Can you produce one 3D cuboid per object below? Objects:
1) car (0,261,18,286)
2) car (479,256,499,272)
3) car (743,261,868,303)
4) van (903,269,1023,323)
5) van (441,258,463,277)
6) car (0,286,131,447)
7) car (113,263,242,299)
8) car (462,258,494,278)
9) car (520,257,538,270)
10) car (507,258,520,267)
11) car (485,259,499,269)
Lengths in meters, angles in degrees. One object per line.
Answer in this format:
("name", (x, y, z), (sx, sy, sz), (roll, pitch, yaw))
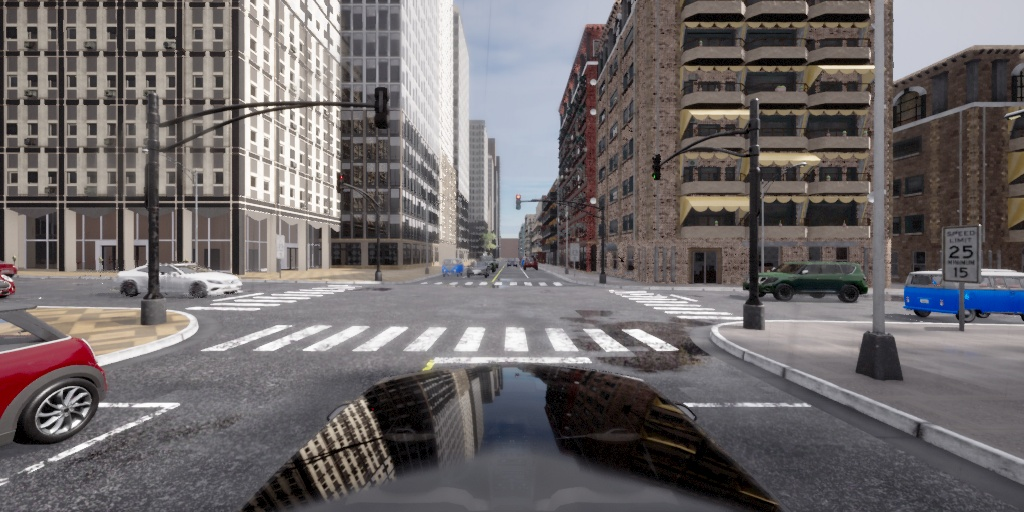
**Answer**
("car", (-21.156, 0.818, 13.112), (4.097, 1.591, 1.967), (0, 0, 0))
("car", (-3.132, 0.983, 44.117), (2.150, 2.045, 5.566), (0, 0, 0))
("car", (15.445, 1.297, 19.012), (5.566, 2.045, 2.150), (1, 0, 0))
("van", (16.903, 1.453, 13.091), (3.998, 1.789, 1.690), (0, 0, 0))
("van", (-5.716, 1.097, 34.831), (1.690, 1.789, 3.998), (0, 0, 0))
("car", (-5.691, 1.190, 2.357), (1.967, 1.591, 4.097), (0, 0, 0))
("car", (-14.570, 1.027, 15.731), (4.674, 1.442, 1.812), (1, 0, -1))
("car", (-3.127, 1.247, 33.965), (2.128, 1.511, 4.902), (0, 0, 0))
("car", (2.651, 1.079, 51.492), (2.192, 1.841, 5.009), (0, 0, 0))
("car", (0.050, 1.374, 64.508), (1.895, 1.301, 4.718), (0, 0, 0))
("car", (-3.123, 1.246, 57.104), (1.882, 1.535, 5.008), (0, 0, 0))
